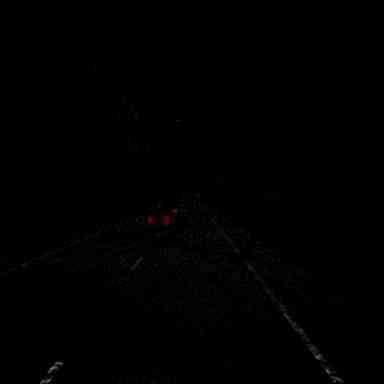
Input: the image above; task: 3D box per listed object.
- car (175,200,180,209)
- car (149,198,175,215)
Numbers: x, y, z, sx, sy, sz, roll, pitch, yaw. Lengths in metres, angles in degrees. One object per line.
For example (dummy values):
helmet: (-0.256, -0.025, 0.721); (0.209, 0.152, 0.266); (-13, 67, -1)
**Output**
car: (-2.770, 1.732, 48.680); (1.895, 1.301, 4.718); (0, 0, 2)
car: (-3.218, 1.448, 34.711); (2.097, 1.767, 4.553); (0, 0, 0)
